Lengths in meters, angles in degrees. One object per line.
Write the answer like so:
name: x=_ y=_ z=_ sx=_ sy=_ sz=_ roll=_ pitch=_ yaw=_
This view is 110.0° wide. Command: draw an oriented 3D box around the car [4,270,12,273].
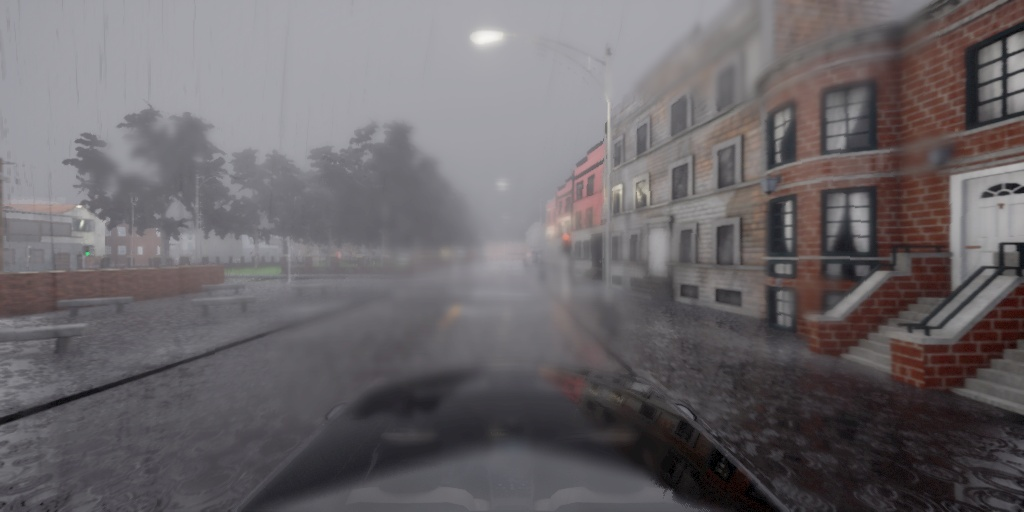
car: x=-38.853 y=1.261 z=25.625 sx=4.892 sy=1.490 sz=1.837 roll=-1 pitch=0 yaw=0
